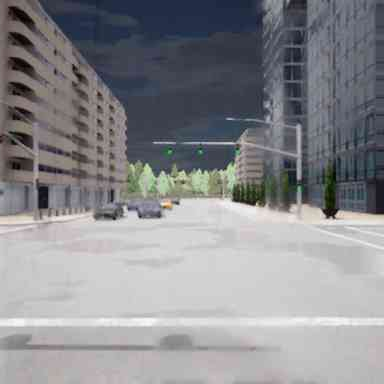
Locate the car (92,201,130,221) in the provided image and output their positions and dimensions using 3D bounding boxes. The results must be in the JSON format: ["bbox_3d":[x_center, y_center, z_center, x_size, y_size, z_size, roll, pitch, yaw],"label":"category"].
[{"bbox_3d":[-7.392,1.745,30.086,2.033,1.411,5.357,0,0,0],"label":"car"}]

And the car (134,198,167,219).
[{"bbox_3d":[-3.895,1.561,31.783,2.097,1.767,4.553,0,0,0],"label":"car"}]

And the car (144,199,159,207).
[{"bbox_3d":[-7.157,1.949,58.704,1.994,1.385,4.181,0,0,1],"label":"car"}]

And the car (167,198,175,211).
[{"bbox_3d":[-3.831,1.785,46.879,1.882,1.535,5.008,0,0,1],"label":"car"}]

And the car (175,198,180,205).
[{"bbox_3d":[-3.476,1.926,68.063,1.882,1.535,5.008,0,-1,1],"label":"car"}]

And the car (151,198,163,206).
[{"bbox_3d":[-6.995,1.937,66.357,1.837,1.490,4.892,0,0,1],"label":"car"}]

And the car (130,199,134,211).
[{"bbox_3d":[-7.263,1.642,44.200,2.097,1.767,4.553,0,0,1],"label":"car"}]
